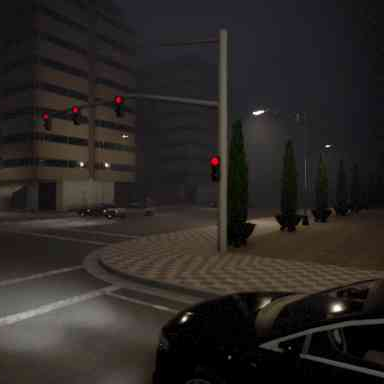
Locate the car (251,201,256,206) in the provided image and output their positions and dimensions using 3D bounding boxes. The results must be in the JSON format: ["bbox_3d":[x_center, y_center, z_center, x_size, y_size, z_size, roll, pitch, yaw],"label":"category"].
[{"bbox_3d":[7.203,1.603,46.101,1.994,1.385,4.181,0,0,35],"label":"car"}]

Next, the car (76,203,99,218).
[{"bbox_3d":[-8.155,1.637,30.459,1.895,1.301,4.718,0,0,35],"label":"car"}]

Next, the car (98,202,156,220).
[{"bbox_3d":[-5.307,1.640,28.425,1.895,1.301,4.718,0,0,35],"label":"car"}]

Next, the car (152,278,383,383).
[{"bbox_3d":[1.834,1.492,2.665,4.902,1.511,2.128,0,0,36],"label":"car"}]

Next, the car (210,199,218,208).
[{"bbox_3d":[4.536,1.542,48.388,1.837,1.490,4.892,0,0,36],"label":"car"}]
